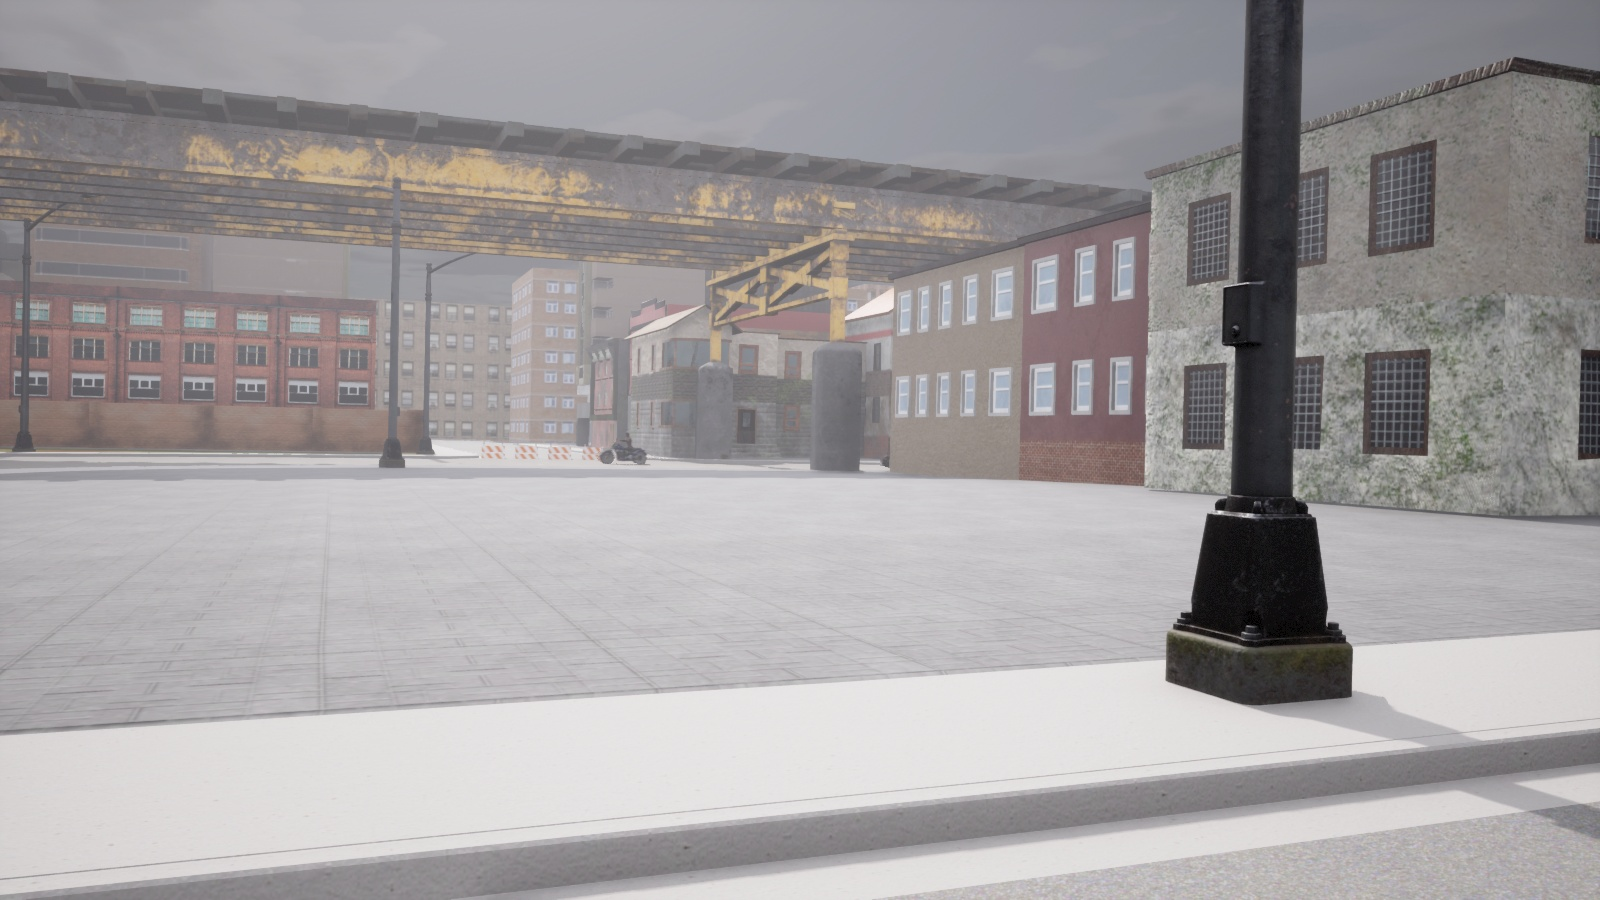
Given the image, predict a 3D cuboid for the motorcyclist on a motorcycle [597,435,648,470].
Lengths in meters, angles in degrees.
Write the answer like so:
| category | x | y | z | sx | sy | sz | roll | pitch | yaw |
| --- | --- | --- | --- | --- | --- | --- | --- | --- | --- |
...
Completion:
| category | x | y | z | sx | sy | sz | roll | pitch | yaw |
| --- | --- | --- | --- | --- | --- | --- | --- | --- | --- |
| motorcyclist on a motorcycle | -8.669 | 0.110 | 61.360 | 2.350 | 1.649 | 0.766 | 0 | 1 | -20 |
